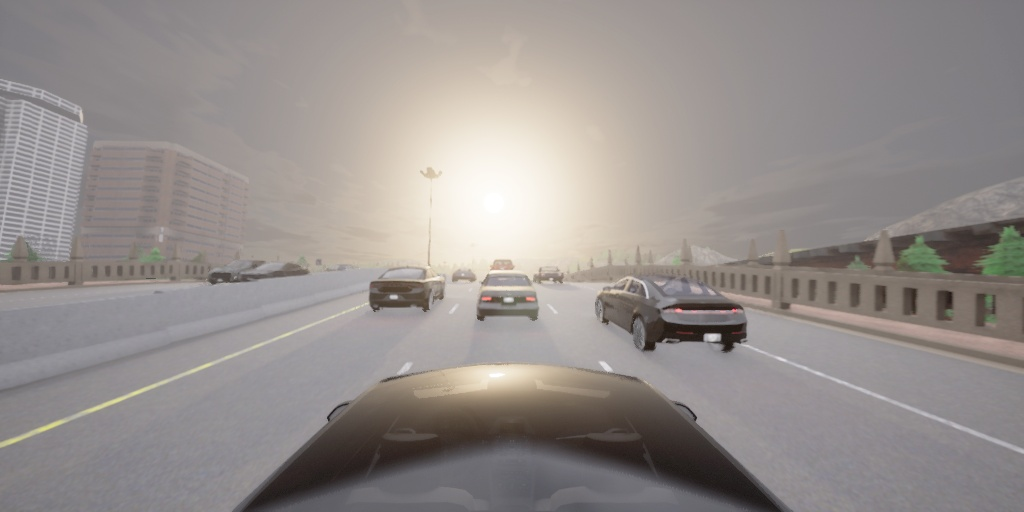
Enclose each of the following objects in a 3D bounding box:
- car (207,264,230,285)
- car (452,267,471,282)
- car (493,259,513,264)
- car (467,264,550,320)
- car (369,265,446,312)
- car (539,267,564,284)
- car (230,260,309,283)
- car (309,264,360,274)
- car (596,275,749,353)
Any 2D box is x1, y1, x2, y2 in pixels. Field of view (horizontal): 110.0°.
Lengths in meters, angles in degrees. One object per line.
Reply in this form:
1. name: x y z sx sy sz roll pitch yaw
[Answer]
1. car: -18.274 1.019 24.627 2.097 1.767 4.553 0 -2 -2
2. car: -4.378 1.754 33.444 1.994 1.385 4.181 0 -4 -2
3. car: -0.858 1.388 32.964 2.150 2.045 5.566 0 -4 -2
4. car: -0.171 1.189 12.083 2.033 1.411 5.357 0 1 -2
5. car: -3.719 1.085 13.508 1.882 1.535 5.008 0 1 -2
6. car: 2.795 1.512 28.345 1.895 1.301 4.718 0 -3 -2
7. car: -14.710 1.093 22.506 1.882 1.535 5.008 0 -1 -2
8. car: -11.252 1.236 23.929 1.994 1.385 4.181 0 -2 -2
9. car: 3.441 1.190 8.714 2.128 1.511 4.902 0 1 -2
